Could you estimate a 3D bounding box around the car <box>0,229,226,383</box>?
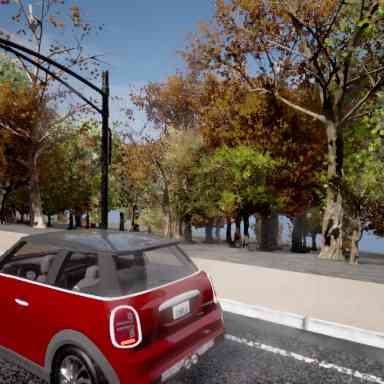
[{"bbox_3d":[-1.848,1.351,5.004,4.553,1.767,2.097,0,0,36],"label":"car"}]
